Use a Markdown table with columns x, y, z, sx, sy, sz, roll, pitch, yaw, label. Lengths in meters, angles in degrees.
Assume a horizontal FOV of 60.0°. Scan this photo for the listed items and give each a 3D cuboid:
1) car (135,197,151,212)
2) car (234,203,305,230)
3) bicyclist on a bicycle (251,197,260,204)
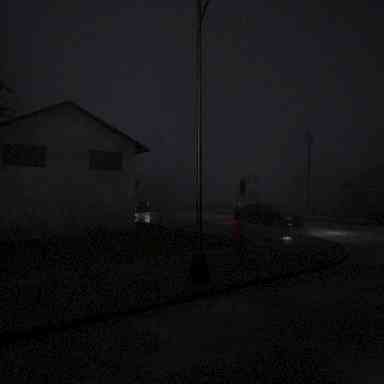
| x | y | z | sx | sy | sz | roll | pitch | yaw | label |
| --- | --- | --- | --- | --- | --- | --- | --- | --- | --- |
| -6.472 | 1.352 | 37.380 | 2.097 | 1.767 | 4.553 | 0 | 0 | -36 | car |
| 4.870 | 1.478 | 21.531 | 1.882 | 1.535 | 5.008 | 0 | 0 | -36 | car |
| 6.488 | 1.348 | 33.700 | 1.656 | 1.620 | 0.582 | 0 | 0 | -36 | bicyclist on a bicycle |
